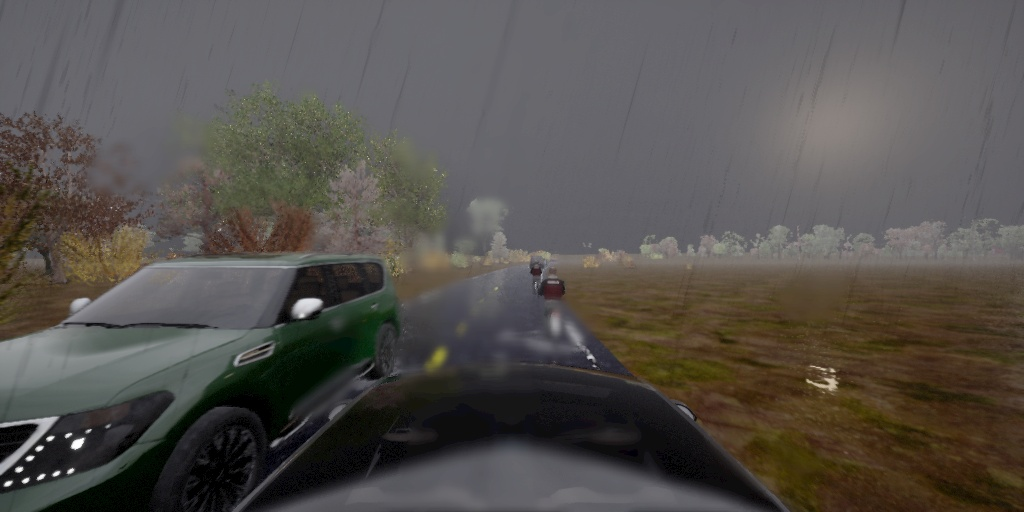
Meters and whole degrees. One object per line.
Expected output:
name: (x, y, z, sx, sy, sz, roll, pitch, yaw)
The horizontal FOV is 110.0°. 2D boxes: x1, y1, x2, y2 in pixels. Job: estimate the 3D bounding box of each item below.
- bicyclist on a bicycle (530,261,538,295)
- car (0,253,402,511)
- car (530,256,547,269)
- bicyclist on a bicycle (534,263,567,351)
bicyclist on a bicycle: (1.217, 1.122, 17.912, 0.659, 1.776, 1.843, 0, 0, 2)
car: (-3.061, 0.971, 4.283, 2.150, 2.045, 5.566, 0, 0, 1)
car: (4.109, 0.989, 58.412, 2.150, 2.045, 5.566, 0, 0, 8)
bicyclist on a bicycle: (0.924, 1.121, 8.163, 0.659, 1.776, 1.843, 0, 0, 1)
